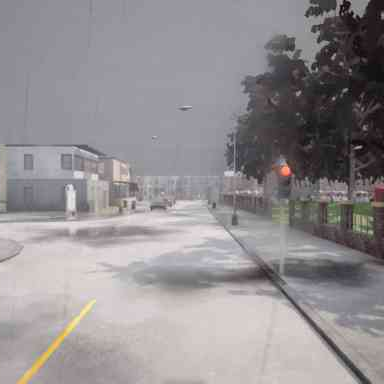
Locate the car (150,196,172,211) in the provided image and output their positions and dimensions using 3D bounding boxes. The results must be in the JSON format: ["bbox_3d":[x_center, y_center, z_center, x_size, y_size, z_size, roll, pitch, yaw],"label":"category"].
[{"bbox_3d":[-4.092,1.547,41.965,2.033,1.411,5.357,0,0,0],"label":"car"}]

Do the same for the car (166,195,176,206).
[{"bbox_3d":[-4.083,1.352,52.067,2.097,1.767,4.553,0,0,0],"label":"car"}]

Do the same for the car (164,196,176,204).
[{"bbox_3d":[-4.053,1.526,62.283,1.812,1.442,4.674,0,0,1],"label":"car"}]
